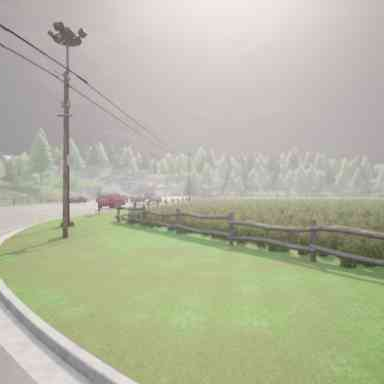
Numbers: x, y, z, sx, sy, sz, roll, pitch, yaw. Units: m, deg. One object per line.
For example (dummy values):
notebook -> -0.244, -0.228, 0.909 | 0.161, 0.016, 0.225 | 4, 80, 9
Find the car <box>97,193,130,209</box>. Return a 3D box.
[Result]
car -> -10.636, 1.186, 44.474 | 2.150, 2.045, 5.566 | 0, 0, 8

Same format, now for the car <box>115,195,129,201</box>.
car -> -16.636, 1.324, 79.015 | 1.994, 1.385, 4.181 | 0, 0, 8

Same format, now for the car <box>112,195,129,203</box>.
car -> -14.572, 1.429, 68.218 | 1.837, 1.490, 4.892 | 0, 0, 8

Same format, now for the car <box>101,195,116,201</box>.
car -> -20.049, 1.488, 79.897 | 1.994, 1.385, 4.181 | 0, 0, 8

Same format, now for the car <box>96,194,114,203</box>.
car -> -17.975, 1.281, 69.167 | 2.097, 1.767, 4.553 | 0, 0, 8

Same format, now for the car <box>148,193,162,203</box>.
car -> -7.426, 1.478, 68.760 | 1.812, 1.442, 4.674 | 0, 0, 8

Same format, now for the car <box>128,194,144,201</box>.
car -> -13.168, 1.314, 78.543 | 2.033, 1.411, 5.357 | 0, 0, 8

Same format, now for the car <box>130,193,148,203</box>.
car -> -11.104, 1.428, 67.747 | 1.882, 1.535, 5.008 | 0, 0, 8

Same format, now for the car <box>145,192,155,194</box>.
car -> -9.696, 1.003, 78.101 | 2.150, 2.045, 5.566 | 0, 0, 8

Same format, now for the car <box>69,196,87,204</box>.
car -> -22.066, 1.470, 64.328 | 1.812, 1.442, 4.674 | 0, 0, 8
